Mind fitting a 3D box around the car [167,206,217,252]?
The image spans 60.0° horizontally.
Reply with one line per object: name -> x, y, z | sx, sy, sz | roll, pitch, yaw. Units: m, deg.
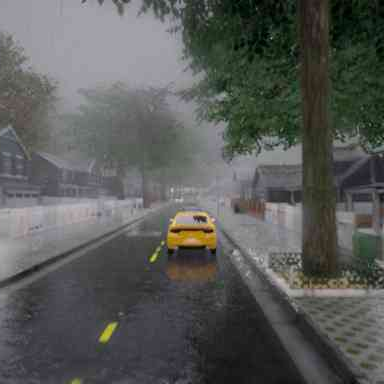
car -> 0.010, 1.603, 14.485 | 1.882, 1.535, 5.008 | 0, 0, 0

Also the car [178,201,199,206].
car -> 0.006, 1.767, 28.994 | 2.033, 1.411, 5.357 | 0, 0, 0

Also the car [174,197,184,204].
car -> -2.738, 1.890, 71.771 | 1.812, 1.442, 4.674 | 0, 0, 0
